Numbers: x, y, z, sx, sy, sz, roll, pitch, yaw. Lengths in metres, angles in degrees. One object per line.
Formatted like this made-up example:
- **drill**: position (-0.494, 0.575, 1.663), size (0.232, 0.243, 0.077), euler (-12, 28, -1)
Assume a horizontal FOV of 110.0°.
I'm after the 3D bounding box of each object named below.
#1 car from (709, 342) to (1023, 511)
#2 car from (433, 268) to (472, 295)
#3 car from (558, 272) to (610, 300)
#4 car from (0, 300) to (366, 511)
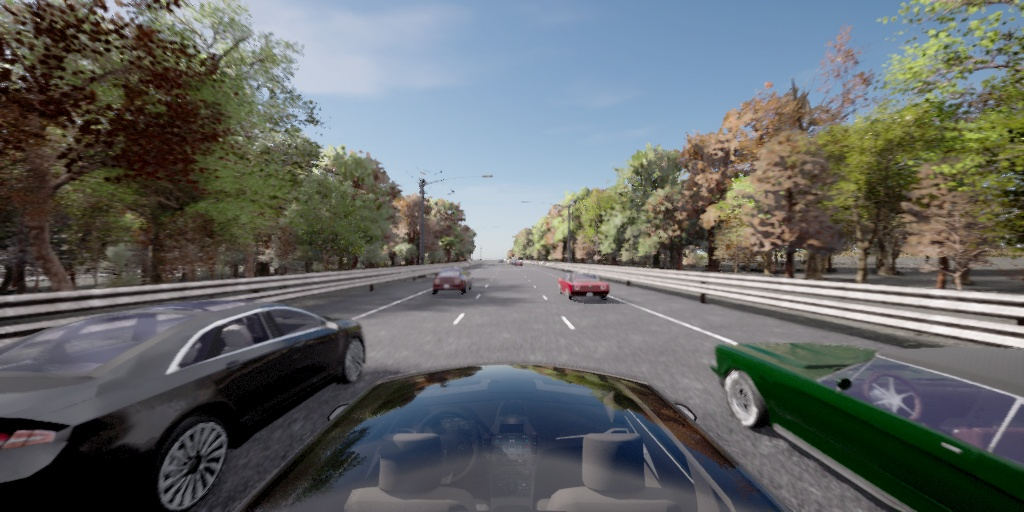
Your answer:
- **car**: position (3.599, 1.357, 2.724), size (1.895, 1.301, 4.718), euler (0, -1, 0)
- **car**: position (-3.470, 1.451, 21.274), size (1.812, 1.442, 4.674), euler (0, 0, 0)
- **car**: position (3.550, 1.499, 18.607), size (1.895, 1.301, 4.718), euler (0, -1, 0)
- **car**: position (-3.403, 1.266, 4.235), size (2.128, 1.511, 4.902), euler (0, -1, 0)
